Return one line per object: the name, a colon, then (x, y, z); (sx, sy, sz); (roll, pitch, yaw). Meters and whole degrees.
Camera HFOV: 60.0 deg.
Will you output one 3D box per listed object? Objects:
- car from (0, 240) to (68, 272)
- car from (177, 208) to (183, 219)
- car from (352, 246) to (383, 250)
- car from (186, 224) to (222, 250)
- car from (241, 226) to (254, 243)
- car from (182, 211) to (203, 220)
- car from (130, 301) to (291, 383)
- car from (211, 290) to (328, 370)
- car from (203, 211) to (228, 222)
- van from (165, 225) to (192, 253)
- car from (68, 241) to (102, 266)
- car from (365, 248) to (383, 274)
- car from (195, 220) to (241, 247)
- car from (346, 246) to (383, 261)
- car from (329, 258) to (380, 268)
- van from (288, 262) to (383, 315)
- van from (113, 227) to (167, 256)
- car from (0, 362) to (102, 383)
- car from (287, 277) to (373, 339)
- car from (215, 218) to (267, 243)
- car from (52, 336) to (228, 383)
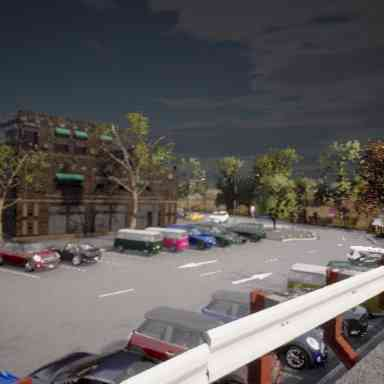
car: (-11.065, 4.158, 22.462); (4.553, 1.767, 2.185); (1, -1, 26)
car: (-1.395, 4.651, 66.101); (2.002, 1.452, 4.674); (2, 1, 27)
car: (13.398, 4.946, 22.452); (5.566, 2.045, 2.435); (3, 0, 26)
car: (-0.367, 4.423, 32.715); (5.566, 2.045, 2.435); (1, -1, 26)
car: (3.882, 4.859, 36.832); (4.792, 1.488, 2.163); (1, -1, 26)
car: (0.728, 4.686, 64.056); (1.946, 1.575, 5.366); (2, 0, 27)
car: (0.298, 4.592, 9.881); (4.553, 1.767, 2.185); (3, 0, 26)
car: (2.471, 4.672, 11.991); (4.553, 1.767, 2.185); (3, 0, 26)
car: (4.712, 4.591, 59.437); (2.435, 2.045, 5.566); (2, 1, 27)
van: (-2.630, 4.367, 30.714); (4.442, 1.987, 1.878); (1, 0, 26)
car: (-8.908, 4.363, 24.505); (4.892, 1.521, 2.231); (1, 0, 26)
car: (15.558, 5.306, 24.556); (4.792, 1.488, 2.163); (3, 0, 26)
car: (1.762, 4.500, 34.769); (5.566, 2.045, 2.435); (1, -1, 26)
car: (11.168, 4.864, 20.357); (5.566, 2.045, 2.435); (3, 1, 26)
car: (9.044, 4.913, 18.238); (4.553, 1.767, 2.185); (3, 1, 26)
van: (6.955, 4.738, 16.112); (4.442, 1.987, 1.878); (3, 0, 26)
van: (-4.758, 4.290, 28.660); (4.442, 1.987, 1.878); (1, 0, 26)
car: (-3.991, 4.309, 5.656); (5.566, 2.045, 2.435); (3, 0, 26)
car: (4.669, 4.880, 14.057); (4.892, 1.521, 2.231); (3, 1, 26)
car: (5.962, 4.654, 38.887); (5.566, 2.045, 2.435); (1, 0, 26)
car: (-1.885, 4.667, 7.784); (4.792, 1.488, 2.163); (3, 1, 26)
